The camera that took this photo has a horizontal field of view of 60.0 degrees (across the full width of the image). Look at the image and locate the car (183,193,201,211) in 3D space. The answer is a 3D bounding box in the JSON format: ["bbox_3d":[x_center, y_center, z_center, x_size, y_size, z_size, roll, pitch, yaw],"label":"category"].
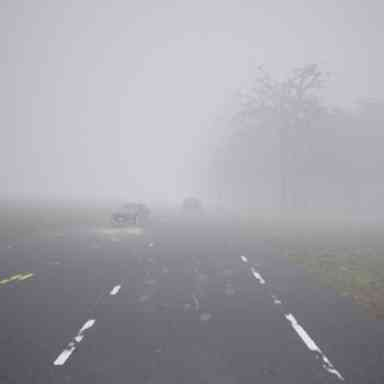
[{"bbox_3d":[0.008,1.374,40.323,2.097,1.767,4.553,0,0,0],"label":"car"}]

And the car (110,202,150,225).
[{"bbox_3d":[-4.399,1.475,24.203,1.882,1.535,5.008,0,0,6],"label":"car"}]
